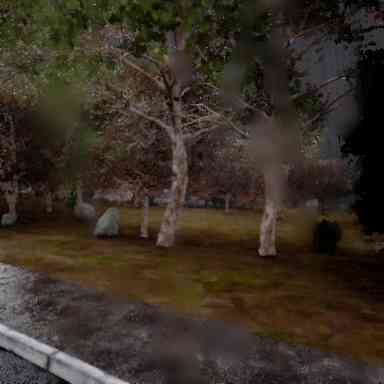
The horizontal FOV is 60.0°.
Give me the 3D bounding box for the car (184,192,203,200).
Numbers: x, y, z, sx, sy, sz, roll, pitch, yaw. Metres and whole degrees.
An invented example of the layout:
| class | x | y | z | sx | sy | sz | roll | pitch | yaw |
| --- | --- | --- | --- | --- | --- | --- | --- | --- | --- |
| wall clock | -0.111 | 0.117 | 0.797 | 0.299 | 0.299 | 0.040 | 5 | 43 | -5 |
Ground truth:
| class | x | y | z | sx | sy | sz | roll | pitch | yaw |
| --- | --- | --- | --- | --- | --- | --- | --- | --- | --- |
| car | -0.484 | 1.114 | 93.002 | 2.435 | 2.045 | 5.566 | 6 | 2 | 42 |
